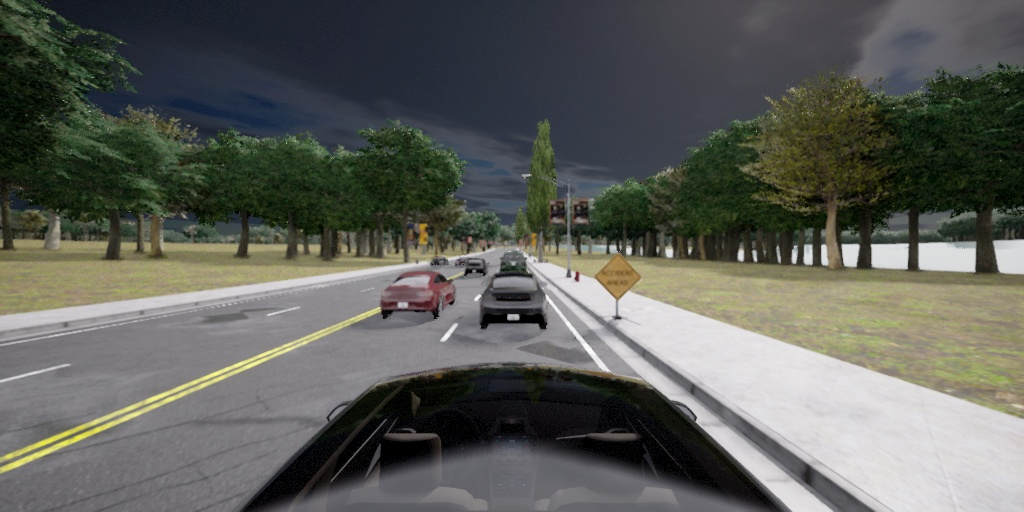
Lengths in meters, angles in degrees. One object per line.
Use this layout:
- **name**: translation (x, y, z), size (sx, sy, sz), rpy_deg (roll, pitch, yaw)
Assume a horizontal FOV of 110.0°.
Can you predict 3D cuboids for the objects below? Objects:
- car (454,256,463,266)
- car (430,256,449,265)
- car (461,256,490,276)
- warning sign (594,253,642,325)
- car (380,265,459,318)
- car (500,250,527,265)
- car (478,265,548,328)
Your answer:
- **car**: translation (-6.519, 0.735, 48.456), size (1.994, 1.385, 4.181), rpy_deg (0, 1, 0)
- **car**: translation (-9.768, 0.735, 48.456), size (1.994, 1.385, 4.181), rpy_deg (0, 1, 0)
- **car**: translation (-3.121, 0.962, 32.173), size (1.837, 1.490, 4.892), rpy_deg (0, 1, 0)
- **warning sign**: translation (2.860, 0.850, 9.767), size (1.300, 1.860, 1.060), rpy_deg (0, 0, 0)
- **car**: translation (-3.168, 1.240, 12.723), size (1.812, 1.442, 4.674), rpy_deg (0, 1, 0)
- **car**: translation (0.125, 0.699, 30.951), size (2.150, 2.045, 5.566), rpy_deg (0, 1, 0)
- **car**: translation (0.068, 1.230, 11.230), size (1.837, 1.490, 4.892), rpy_deg (0, 1, 1)
